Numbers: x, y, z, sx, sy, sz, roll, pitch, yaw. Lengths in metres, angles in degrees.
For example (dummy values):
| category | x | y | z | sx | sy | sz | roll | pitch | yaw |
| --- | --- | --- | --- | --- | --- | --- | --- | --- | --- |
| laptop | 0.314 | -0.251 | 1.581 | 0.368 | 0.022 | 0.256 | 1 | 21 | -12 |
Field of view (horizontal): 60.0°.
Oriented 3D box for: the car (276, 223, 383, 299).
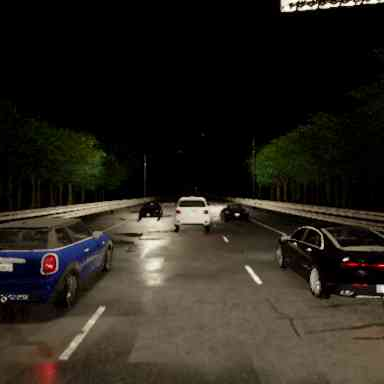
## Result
| category | x | y | z | sx | sy | sz | roll | pitch | yaw |
| --- | --- | --- | --- | --- | --- | --- | --- | --- | --- |
| car | 3.564 | 1.565 | 8.600 | 1.837 | 1.490 | 4.892 | 0 | 0 | 0 |

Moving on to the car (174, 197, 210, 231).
| category | x | y | z | sx | sy | sz | roll | pitch | yaw |
| --- | --- | --- | --- | --- | --- | --- | --- | --- | --- |
| car | 0.000 | 1.355 | 22.003 | 2.150 | 2.045 | 5.566 | 0 | 0 | 0 |

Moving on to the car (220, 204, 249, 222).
| category | x | y | z | sx | sy | sz | roll | pitch | yaw |
| --- | --- | --- | --- | --- | --- | --- | --- | --- | --- |
| car | 3.470 | 1.714 | 27.597 | 1.994 | 1.385 | 4.181 | 0 | 0 | 0 |

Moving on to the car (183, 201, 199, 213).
| category | x | y | z | sx | sy | sz | roll | pitch | yaw |
| --- | --- | --- | --- | --- | --- | --- | --- | --- | --- |
| car | -0.100 | 1.791 | 40.624 | 1.895 | 1.301 | 4.718 | 0 | 0 | 0 |

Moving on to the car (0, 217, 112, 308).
| category | x | y | z | sx | sy | sz | roll | pitch | yaw |
| --- | --- | --- | --- | --- | --- | --- | --- | --- | --- |
| car | -3.434 | 1.415 | 8.217 | 2.097 | 1.767 | 4.553 | 0 | 0 | 0 |

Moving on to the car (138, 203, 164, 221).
| category | x | y | z | sx | sy | sz | roll | pitch | yaw |
| --- | --- | --- | --- | --- | --- | --- | --- | --- | --- |
| car | -3.536 | 1.685 | 29.072 | 1.812 | 1.442 | 4.674 | 0 | 0 | 0 |
